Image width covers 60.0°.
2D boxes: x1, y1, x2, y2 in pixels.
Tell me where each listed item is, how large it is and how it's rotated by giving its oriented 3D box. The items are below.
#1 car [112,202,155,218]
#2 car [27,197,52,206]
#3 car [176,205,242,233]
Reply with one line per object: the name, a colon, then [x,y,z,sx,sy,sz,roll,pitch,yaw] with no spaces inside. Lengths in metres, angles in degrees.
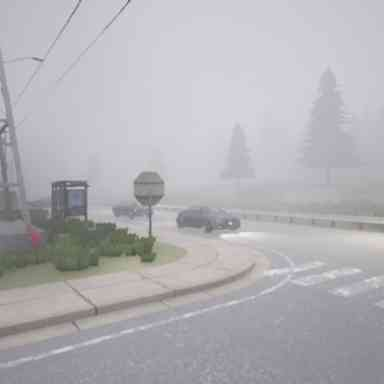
car: [-4.864,1.474,27.238,1.895,1.301,4.718,-1,0,-34]
car: [-18.821,1.378,42.390,5.008,1.535,1.882,-1,0,-13]
car: [0.841,1.440,18.835,1.994,1.385,4.181,-1,0,-35]
